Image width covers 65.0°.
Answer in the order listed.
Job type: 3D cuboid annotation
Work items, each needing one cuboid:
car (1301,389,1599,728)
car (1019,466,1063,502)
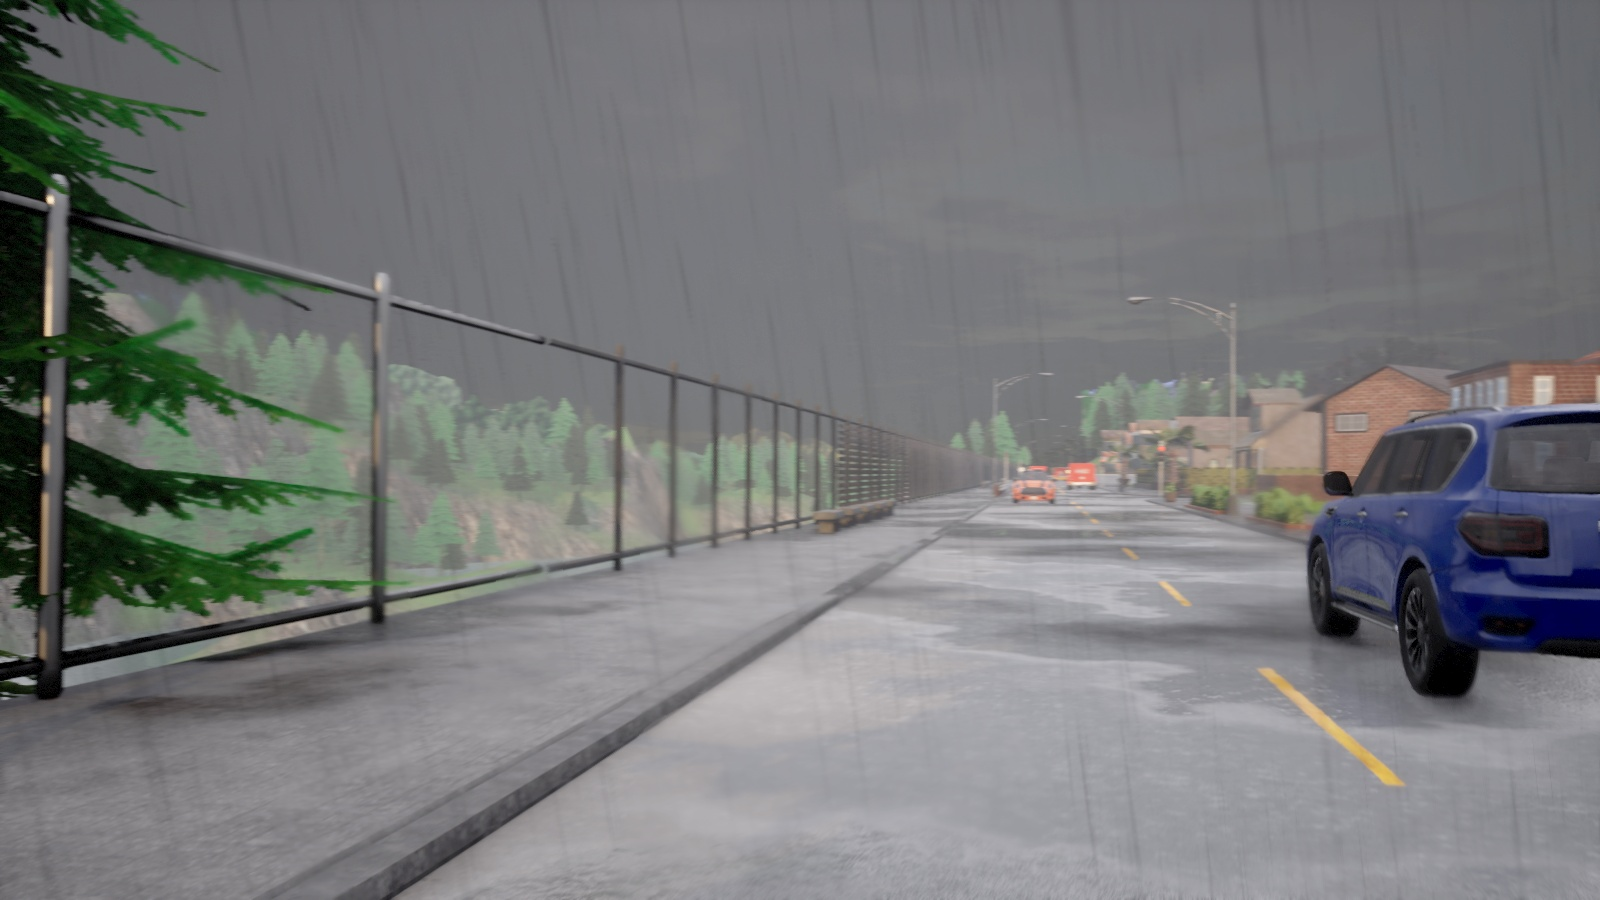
[{"bbox_3d":[5.746,0.696,10.224,2.150,2.045,5.566,0,-1,12],"label":"car"},{"bbox_3d":[12.349,1.737,64.333,2.097,1.767,4.553,0,-1,11],"label":"car"}]
